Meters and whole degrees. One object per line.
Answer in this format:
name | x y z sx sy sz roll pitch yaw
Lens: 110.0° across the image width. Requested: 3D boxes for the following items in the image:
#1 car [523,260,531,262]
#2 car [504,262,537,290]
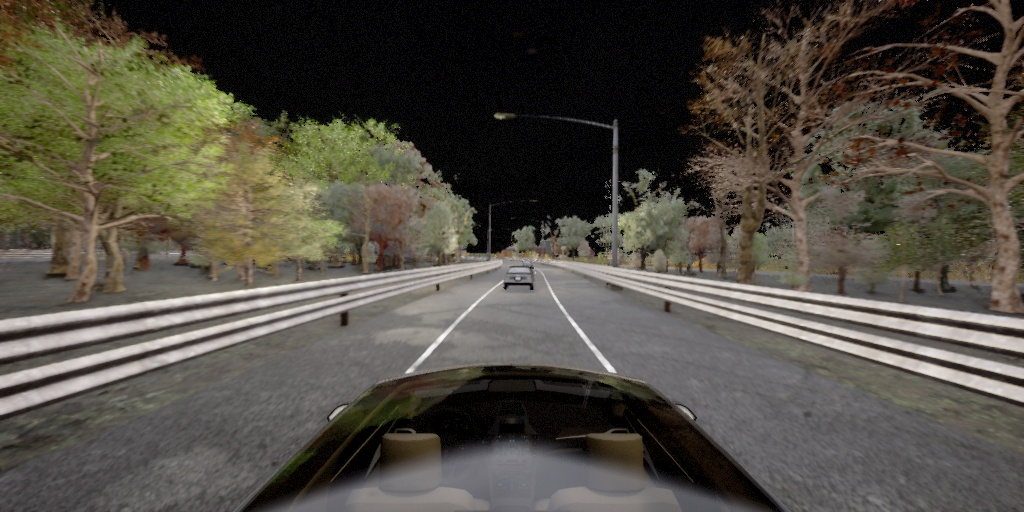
car | 2.300 1.378 56.560 1.994 1.385 4.181 0 0 0
car | 0.546 1.325 23.025 2.033 1.411 5.357 0 0 5
